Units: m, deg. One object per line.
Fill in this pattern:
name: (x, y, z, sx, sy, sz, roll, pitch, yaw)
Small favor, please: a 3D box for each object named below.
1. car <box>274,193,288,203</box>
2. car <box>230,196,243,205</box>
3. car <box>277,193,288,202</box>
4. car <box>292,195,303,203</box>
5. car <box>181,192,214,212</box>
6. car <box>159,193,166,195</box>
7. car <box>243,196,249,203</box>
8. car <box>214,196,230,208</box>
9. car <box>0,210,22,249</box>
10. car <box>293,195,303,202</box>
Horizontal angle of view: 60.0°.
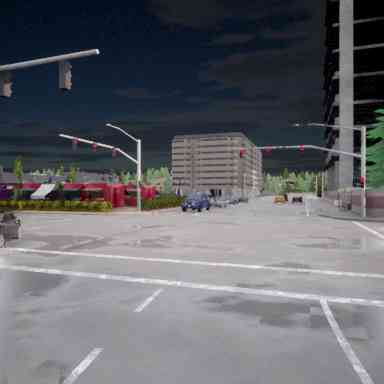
car: (18.205, 1.478, 69.000, 1.882, 1.535, 5.008, 0, 0, 19)
car: (6.844, 1.491, 57.666, 2.128, 1.511, 4.902, 0, 0, 19)
car: (21.513, 1.225, 78.819, 2.150, 2.045, 5.566, 0, 0, 19)
car: (21.419, 1.478, 67.598, 1.882, 1.535, 5.008, 0, 0, 19)
car: (0.580, 1.221, 39.305, 2.150, 2.045, 5.566, 0, 0, 19)
car: (-8.000, 1.209, 81.429, 4.605, 1.855, 1.932, 0, 0, 19)
car: (10.314, 1.547, 67.656, 2.033, 1.411, 5.357, 0, 0, 19)
car: (3.724, 1.601, 48.548, 1.895, 1.301, 4.718, 0, 0, 19)
car: (-8.695, 1.530, 14.213, 1.837, 1.490, 4.892, 4, -2, -13)
car: (24.708, 1.525, 77.343, 2.128, 1.511, 4.902, 0, 0, 19)
